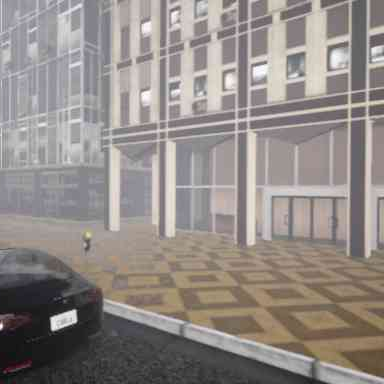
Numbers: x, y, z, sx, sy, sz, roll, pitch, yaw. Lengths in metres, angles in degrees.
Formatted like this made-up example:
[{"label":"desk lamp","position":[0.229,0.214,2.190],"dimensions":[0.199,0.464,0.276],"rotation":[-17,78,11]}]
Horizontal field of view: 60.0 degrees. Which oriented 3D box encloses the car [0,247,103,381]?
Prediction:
[{"label":"car","position":[-3.210,1.549,5.158],"dimensions":[4.313,1.339,1.947],"rotation":[0,0,35]}]
